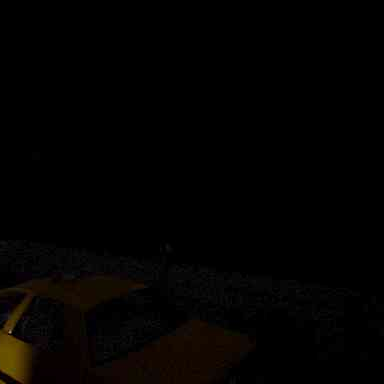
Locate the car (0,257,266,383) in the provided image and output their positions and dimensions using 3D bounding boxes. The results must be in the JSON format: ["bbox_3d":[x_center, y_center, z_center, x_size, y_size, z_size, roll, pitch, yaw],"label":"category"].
[{"bbox_3d":[-1.586,1.558,3.985,4.829,1.417,1.752,-1,-1,35],"label":"car"}]
